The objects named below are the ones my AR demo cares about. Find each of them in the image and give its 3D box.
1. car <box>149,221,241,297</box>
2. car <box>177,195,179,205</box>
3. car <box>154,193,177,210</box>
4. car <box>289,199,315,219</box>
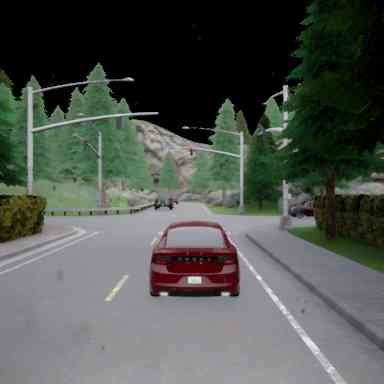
[{"bbox_3d":[0.067,1.478,8.622,1.882,1.535,5.008,0,0,0],"label":"car"},{"bbox_3d":[-3.533,1.216,58.721,2.150,2.045,5.566,0,1,0],"label":"car"},{"bbox_3d":[-3.583,1.221,43.479,2.150,2.045,5.566,0,0,0],"label":"car"},{"bbox_3d":[10.222,1.337,28.296,4.553,1.767,2.097,0,0,0],"label":"car"}]
